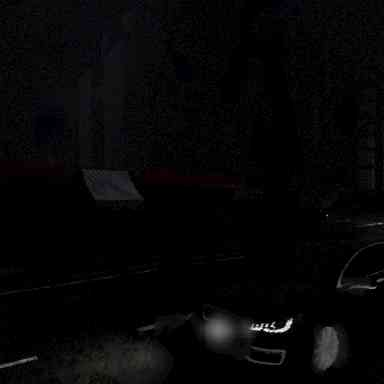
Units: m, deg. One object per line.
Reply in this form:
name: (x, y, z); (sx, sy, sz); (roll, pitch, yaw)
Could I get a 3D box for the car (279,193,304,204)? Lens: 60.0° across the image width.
car: (17.219, 1.114, 57.726); (1.905, 1.878, 3.866); (0, 0, -35)

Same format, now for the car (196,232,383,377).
car: (2.309, 1.505, 5.630); (4.892, 1.490, 1.837); (0, 0, -35)

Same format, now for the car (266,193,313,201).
car: (9.450, 1.297, 34.011); (2.097, 1.767, 4.553); (0, 0, -36)

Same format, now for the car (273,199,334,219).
car: (9.410, 1.545, 28.087); (1.895, 1.301, 4.718); (0, 0, -36)

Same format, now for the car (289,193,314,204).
car: (19.614, 1.114, 59.433); (1.905, 1.878, 3.866); (0, 0, -35)
